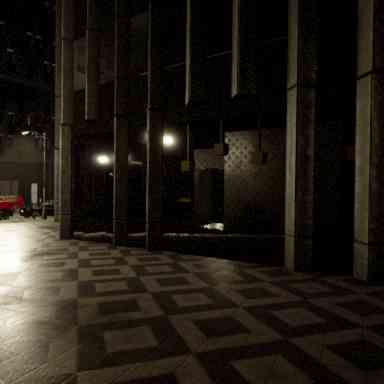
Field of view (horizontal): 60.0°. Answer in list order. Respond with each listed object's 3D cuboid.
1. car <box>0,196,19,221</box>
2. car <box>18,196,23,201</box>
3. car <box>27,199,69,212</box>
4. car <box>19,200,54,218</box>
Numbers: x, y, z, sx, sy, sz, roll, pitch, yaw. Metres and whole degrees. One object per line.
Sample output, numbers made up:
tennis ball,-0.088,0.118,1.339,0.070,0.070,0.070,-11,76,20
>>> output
car,-17.116,1.462,26.607,2.192,1.841,5.009,1,0,35
car,-20.818,1.353,36.142,2.192,1.841,5.009,1,0,35
car,-17.566,1.633,40.752,1.947,1.339,4.313,1,0,35
car,-13.863,1.742,31.218,1.947,1.339,4.313,1,0,35
